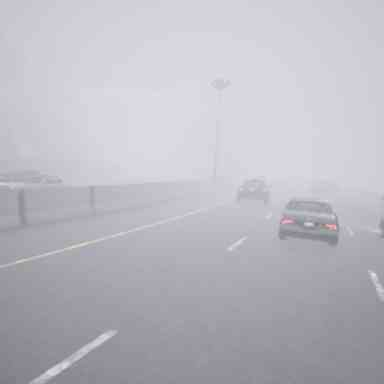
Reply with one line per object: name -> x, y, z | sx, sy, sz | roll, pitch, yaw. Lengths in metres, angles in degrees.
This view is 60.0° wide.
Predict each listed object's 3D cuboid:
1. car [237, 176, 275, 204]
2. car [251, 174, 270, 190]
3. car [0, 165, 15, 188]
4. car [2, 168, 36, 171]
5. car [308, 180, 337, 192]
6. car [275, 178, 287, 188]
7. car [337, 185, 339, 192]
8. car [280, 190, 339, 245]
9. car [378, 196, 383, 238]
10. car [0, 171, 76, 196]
car -> 4.708, -0.196, 24.607 | 2.097, 1.767, 4.553 | 4, 4, 16
car -> 8.971, -1.336, 43.765 | 2.097, 1.767, 4.553 | 4, 4, 8
car -> -14.667, -1.045, 22.197 | 1.882, 1.535, 5.008 | 5, 4, 19
car -> -11.270, -0.756, 21.367 | 1.837, 1.490, 4.892 | 5, 4, 19
car -> 15.567, -0.709, 40.543 | 2.097, 1.767, 4.553 | 4, 4, 9
car -> 13.598, -1.485, 52.008 | 1.812, 1.442, 4.674 | 4, 4, 5
car -> 20.264, -0.858, 49.358 | 1.994, 1.385, 4.181 | 4, 4, 6
car -> 4.310, 0.881, 12.182 | 2.033, 1.411, 5.357 | 5, 4, 20
car -> 7.441, 1.180, 10.630 | 2.033, 1.411, 5.357 | 5, 4, 20
car -> -8.639, -0.282, 18.334 | 1.895, 1.301, 4.718 | 5, 4, 20
